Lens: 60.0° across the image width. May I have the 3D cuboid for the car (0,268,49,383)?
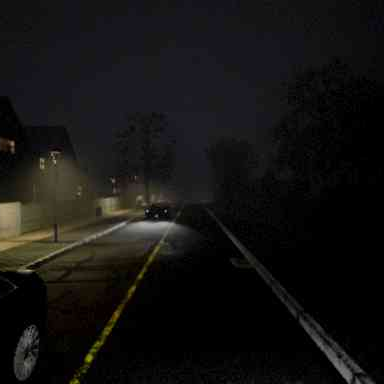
[{"bbox_3d":[-2.842,1.491,2.550,2.128,1.511,4.902,0,0,0],"label":"car"}]

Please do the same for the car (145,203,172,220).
[{"bbox_3d":[-2.780,1.587,28.449,1.895,1.301,4.718,0,0,1],"label":"car"}]
